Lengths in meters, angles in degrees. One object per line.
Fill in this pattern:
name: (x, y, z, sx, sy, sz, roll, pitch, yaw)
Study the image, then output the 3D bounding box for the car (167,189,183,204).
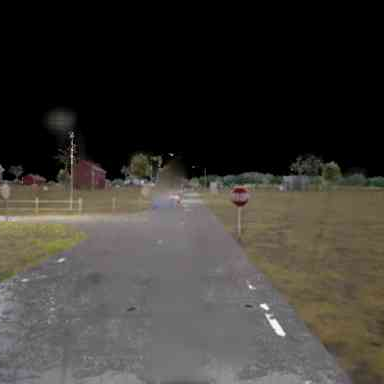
car: (-2.803, 0.700, 46.925, 2.097, 1.767, 4.553, 0, 1, 0)

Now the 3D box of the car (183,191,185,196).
car: (-2.901, 0.115, 84.269, 1.837, 1.490, 4.892, 0, 1, 0)

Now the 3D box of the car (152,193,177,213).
car: (-2.766, 1.172, 32.429, 1.882, 1.535, 5.008, 0, 2, 0)
